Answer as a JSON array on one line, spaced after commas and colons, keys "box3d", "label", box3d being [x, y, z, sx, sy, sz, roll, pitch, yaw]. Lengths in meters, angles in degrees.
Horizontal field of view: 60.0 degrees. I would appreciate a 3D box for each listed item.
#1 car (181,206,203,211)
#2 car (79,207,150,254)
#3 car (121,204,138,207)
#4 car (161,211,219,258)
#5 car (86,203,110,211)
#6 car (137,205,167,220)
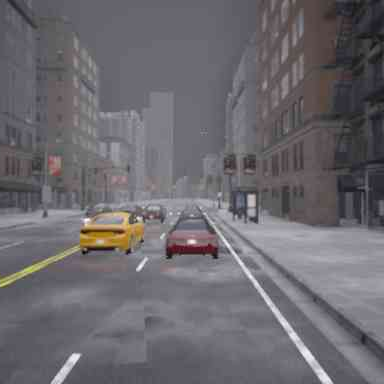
[{"box3d": [0.019, 1.860, 28.545, 1.994, 1.385, 4.181, 0, -1, 1], "label": "car"}, {"box3d": [-3.221, 1.623, 14.251, 1.882, 1.535, 5.008, 0, 0, 1], "label": "car"}, {"box3d": [-6.524, 1.936, 35.531, 1.994, 1.385, 4.181, 0, -1, 0], "label": "car"}, {"box3d": [0.020, 1.702, 13.488, 1.994, 1.385, 4.181, 0, 0, 1], "label": "car"}, {"box3d": [-9.777, 1.893, 35.166, 1.812, 1.442, 4.674, 0, -1, 1], "label": "car"}, {"box3d": [-3.226, 1.825, 28.898, 1.812, 1.442, 4.674, 0, 0, 1], "label": "car"}]
